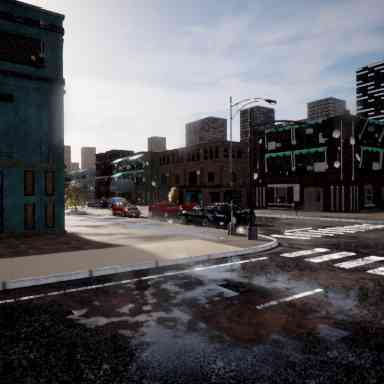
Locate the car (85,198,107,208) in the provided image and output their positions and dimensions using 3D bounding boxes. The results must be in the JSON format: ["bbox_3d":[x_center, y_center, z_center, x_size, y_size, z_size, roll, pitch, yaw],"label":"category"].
[{"bbox_3d":[-17.924,2.205,61.246,1.994,1.385,4.181,-1,0,-35],"label":"car"}]

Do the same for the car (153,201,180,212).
[{"bbox_3d":[-3.504,1.965,45.352,1.802,1.307,4.206,-1,0,-35],"label":"car"}]

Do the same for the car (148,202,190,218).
[{"bbox_3d":[-2.697,1.812,34.207,1.882,1.535,5.008,-1,0,-35],"label":"car"}]

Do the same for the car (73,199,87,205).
[{"bbox_3d":[-25.897,2.363,76.973,1.947,1.339,4.313,-1,0,-35],"label":"car"}]

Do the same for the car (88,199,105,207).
[{"bbox_3d":[-19.500,2.227,67.938,1.887,1.381,4.507,-1,0,-35],"label":"car"}]

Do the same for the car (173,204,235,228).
[{"bbox_3d":[0.776,1.814,24.595,1.947,1.339,4.313,-1,0,-35],"label":"car"}]

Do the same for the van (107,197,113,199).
[{"bbox_3d":[-13.107,1.906,58.903,1.690,1.788,3.998,-1,0,-35],"label":"van"}]

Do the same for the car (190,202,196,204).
[{"bbox_3d":[-0.306,1.903,40.835,1.802,1.307,4.206,-2,0,-35],"label":"car"}]

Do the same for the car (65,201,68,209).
[{"bbox_3d":[-23.041,2.232,58.437,1.752,1.417,4.829,-1,0,-35],"label":"car"}]

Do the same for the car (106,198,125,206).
[{"bbox_3d":[-8.736,1.944,42.758,2.128,1.511,4.902,-1,0,-35],"label":"car"}]

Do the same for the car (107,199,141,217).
[{"bbox_3d":[-7.147,1.846,35.990,1.967,1.590,4.097,-1,0,-35],"label":"car"}]

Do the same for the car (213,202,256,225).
[{"bbox_3d":[2.879,1.701,26.335,1.882,1.535,5.008,-1,0,-35],"label":"car"}]
